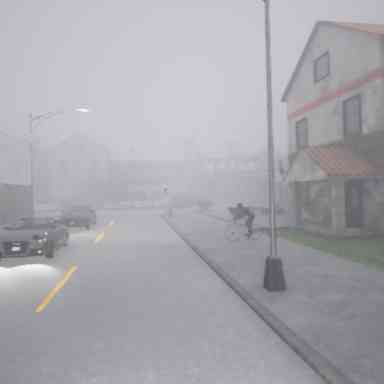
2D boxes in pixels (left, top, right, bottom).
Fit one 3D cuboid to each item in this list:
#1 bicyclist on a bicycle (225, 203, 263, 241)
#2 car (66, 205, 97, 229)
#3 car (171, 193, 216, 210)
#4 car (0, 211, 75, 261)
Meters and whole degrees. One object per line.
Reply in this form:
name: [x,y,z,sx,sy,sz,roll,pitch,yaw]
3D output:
bicyclist on a bicycle: [2.194,1.270,14.077,1.656,1.620,0.582,-2,0,-9]
car: [-7.726,1.643,22.810,1.882,1.535,5.008,-1,0,-9]
car: [0.123,1.159,41.182,5.566,2.045,2.150,-2,0,-14]
car: [-6.119,1.703,12.950,1.994,1.385,4.181,-1,0,-9]
